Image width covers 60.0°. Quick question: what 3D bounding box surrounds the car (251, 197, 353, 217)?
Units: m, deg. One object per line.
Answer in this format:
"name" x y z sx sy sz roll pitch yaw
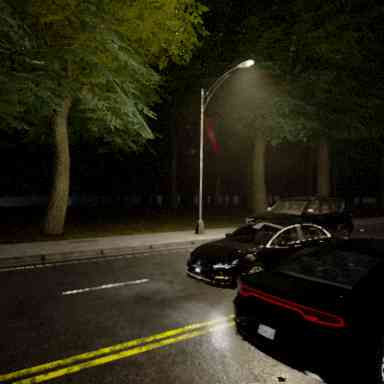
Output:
"car" 4.765 1.260 14.565 5.566 2.045 2.150 0 0 -34

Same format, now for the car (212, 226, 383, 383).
"car" 2.927 1.493 5.279 5.008 1.535 1.882 0 0 -34

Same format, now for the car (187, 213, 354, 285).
"car" 2.150 1.526 8.905 4.892 1.490 1.837 0 0 -34
